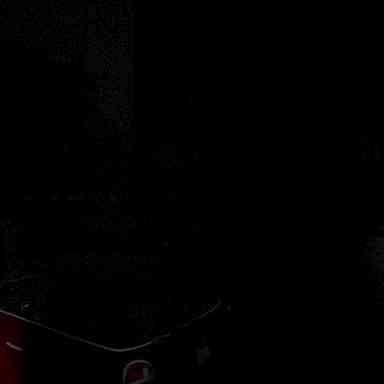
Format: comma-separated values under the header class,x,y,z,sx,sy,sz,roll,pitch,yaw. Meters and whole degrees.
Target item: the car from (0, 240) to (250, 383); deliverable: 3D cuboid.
class,x,y,z,sx,sy,sz,roll,pitch,yaw
car,-1.492,1.440,4.004,4.097,1.590,1.967,0,0,35
